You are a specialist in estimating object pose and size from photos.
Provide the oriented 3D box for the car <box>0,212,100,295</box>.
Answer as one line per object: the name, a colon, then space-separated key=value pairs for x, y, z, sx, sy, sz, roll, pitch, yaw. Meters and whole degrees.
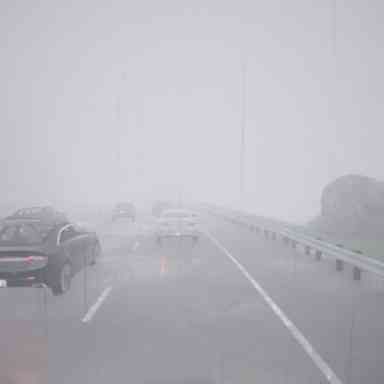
car: x=-3.740 y=1.499 z=8.658 sx=2.128 sy=1.511 sz=4.902 roll=0 pitch=0 yaw=-3

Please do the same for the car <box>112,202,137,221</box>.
car: x=-5.643 y=1.560 z=27.770 sx=2.033 sy=1.411 sz=5.357 roll=0 pitch=0 yaw=-9

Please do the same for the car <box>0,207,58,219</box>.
car: x=-7.886 y=1.508 z=17.219 sx=2.128 sy=1.511 sz=4.902 roll=0 pitch=0 yaw=-5

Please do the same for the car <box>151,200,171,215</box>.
car: x=-3.035 y=1.500 z=33.206 sx=2.128 sy=1.511 sz=4.902 roll=0 pitch=0 yaw=-10

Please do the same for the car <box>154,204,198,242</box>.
car: x=-0.776 y=1.528 z=16.345 sx=1.812 sy=1.442 sz=4.674 roll=0 pitch=0 yaw=-5
